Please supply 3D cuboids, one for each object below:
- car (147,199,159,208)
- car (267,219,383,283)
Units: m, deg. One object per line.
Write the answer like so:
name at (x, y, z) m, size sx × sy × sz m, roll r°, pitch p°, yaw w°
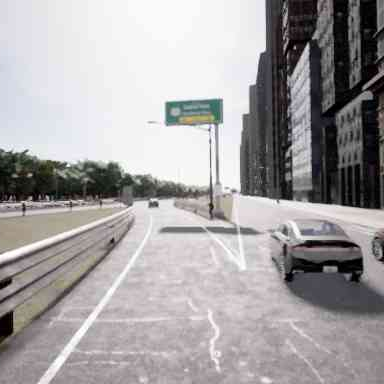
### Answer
car at (-6.853, 1.990, 59.274) m, size 2.128 × 1.511 × 4.902 m, roll -1°, pitch -1°, yaw -8°
car at (3.389, 1.539, 9.853) m, size 2.128 × 1.511 × 4.902 m, roll -1°, pitch -1°, yaw 7°
